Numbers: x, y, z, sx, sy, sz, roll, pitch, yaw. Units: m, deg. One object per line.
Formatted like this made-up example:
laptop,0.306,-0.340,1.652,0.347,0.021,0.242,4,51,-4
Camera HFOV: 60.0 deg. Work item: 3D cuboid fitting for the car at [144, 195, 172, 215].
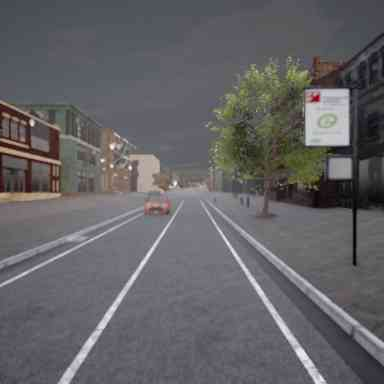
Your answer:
car,-2.986,1.072,29.780,2.097,1.767,4.553,0,1,0
